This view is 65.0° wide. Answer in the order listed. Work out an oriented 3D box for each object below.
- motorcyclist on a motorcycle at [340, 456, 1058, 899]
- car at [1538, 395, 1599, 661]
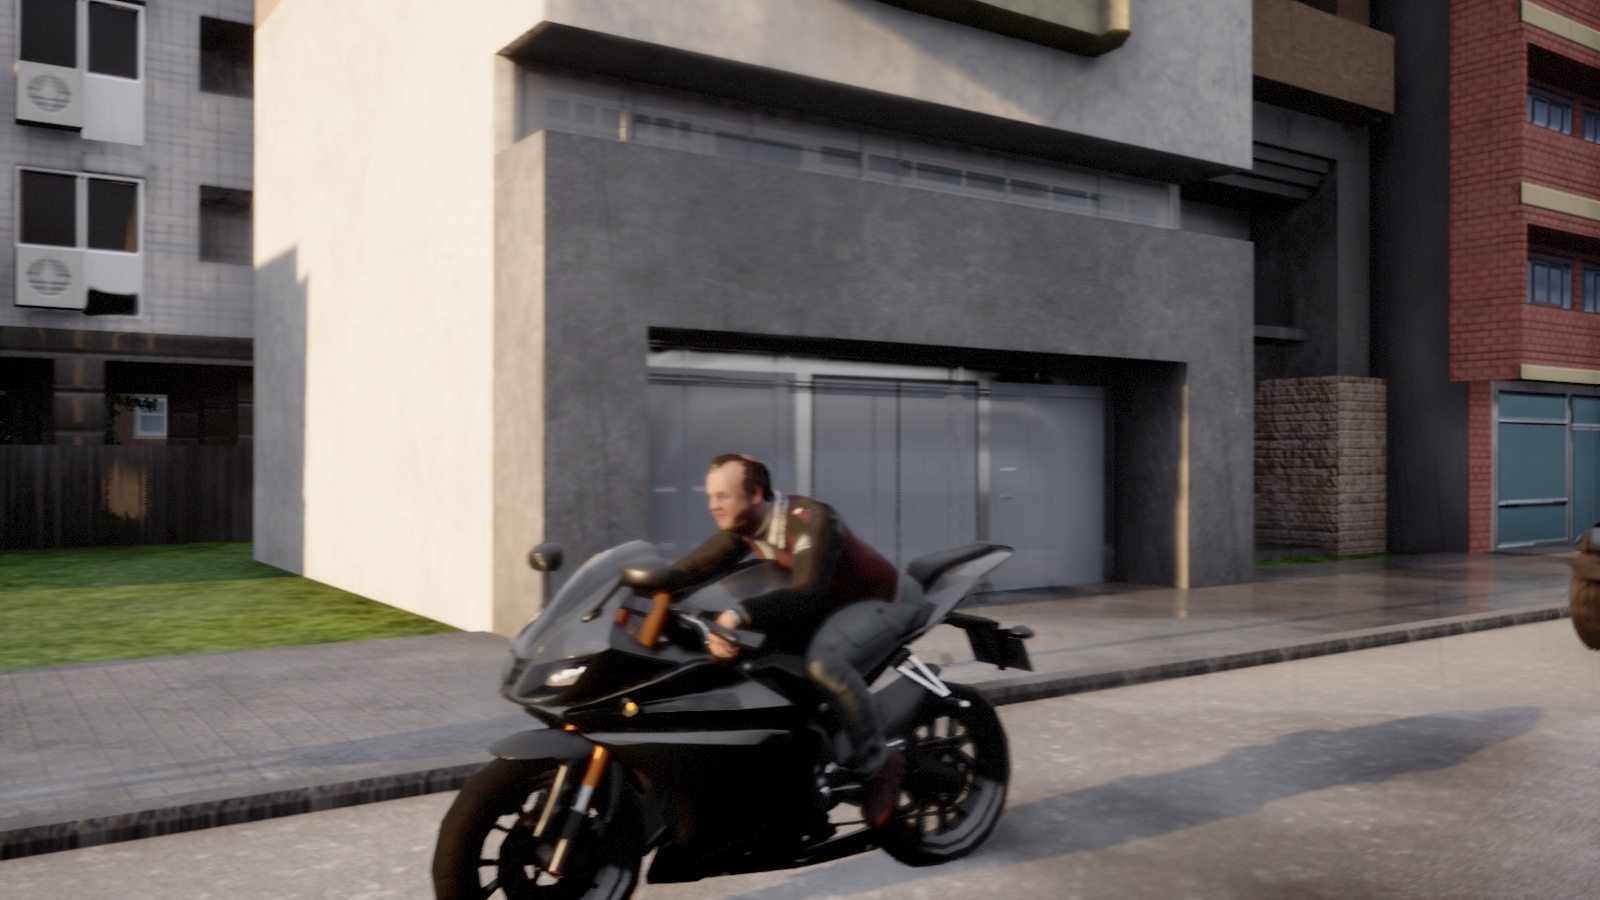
[{"bbox_3d":[-0.253,0.790,4.092,2.191,1.530,0.866,0,0,-35],"label":"motorcyclist on a motorcycle"},{"bbox_3d":[7.536,0.548,9.513,3.866,1.878,1.905,0,0,-35],"label":"car"}]
